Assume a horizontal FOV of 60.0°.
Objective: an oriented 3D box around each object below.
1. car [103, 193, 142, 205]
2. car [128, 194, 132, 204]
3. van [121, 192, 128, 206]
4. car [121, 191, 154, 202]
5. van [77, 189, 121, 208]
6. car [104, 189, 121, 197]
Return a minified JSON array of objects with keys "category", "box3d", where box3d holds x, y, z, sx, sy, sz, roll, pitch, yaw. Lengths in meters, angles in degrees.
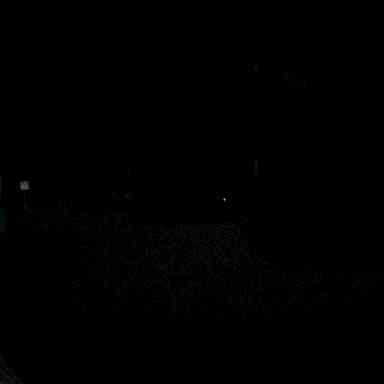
[{"category":"car","box3d":[-9.984,1.002,47.794,5.366,1.575,1.946,2,1,-14]},{"category":"car","box3d":[-10.464,1.034,44.760,5.008,1.535,2.097,2,1,-14]},{"category":"van","box3d":[-10.654,0.839,41.814,4.442,1.987,1.878,2,1,-14]},{"category":"car","box3d":[-9.374,0.800,56.663,5.366,1.575,1.946,2,2,-14]},{"category":"van","box3d":[-10.959,0.866,38.828,4.442,1.987,1.878,2,1,-14]},{"category":"car","box3d":[-16.847,0.218,70.706,1.837,1.490,4.892,2,1,6]}]
